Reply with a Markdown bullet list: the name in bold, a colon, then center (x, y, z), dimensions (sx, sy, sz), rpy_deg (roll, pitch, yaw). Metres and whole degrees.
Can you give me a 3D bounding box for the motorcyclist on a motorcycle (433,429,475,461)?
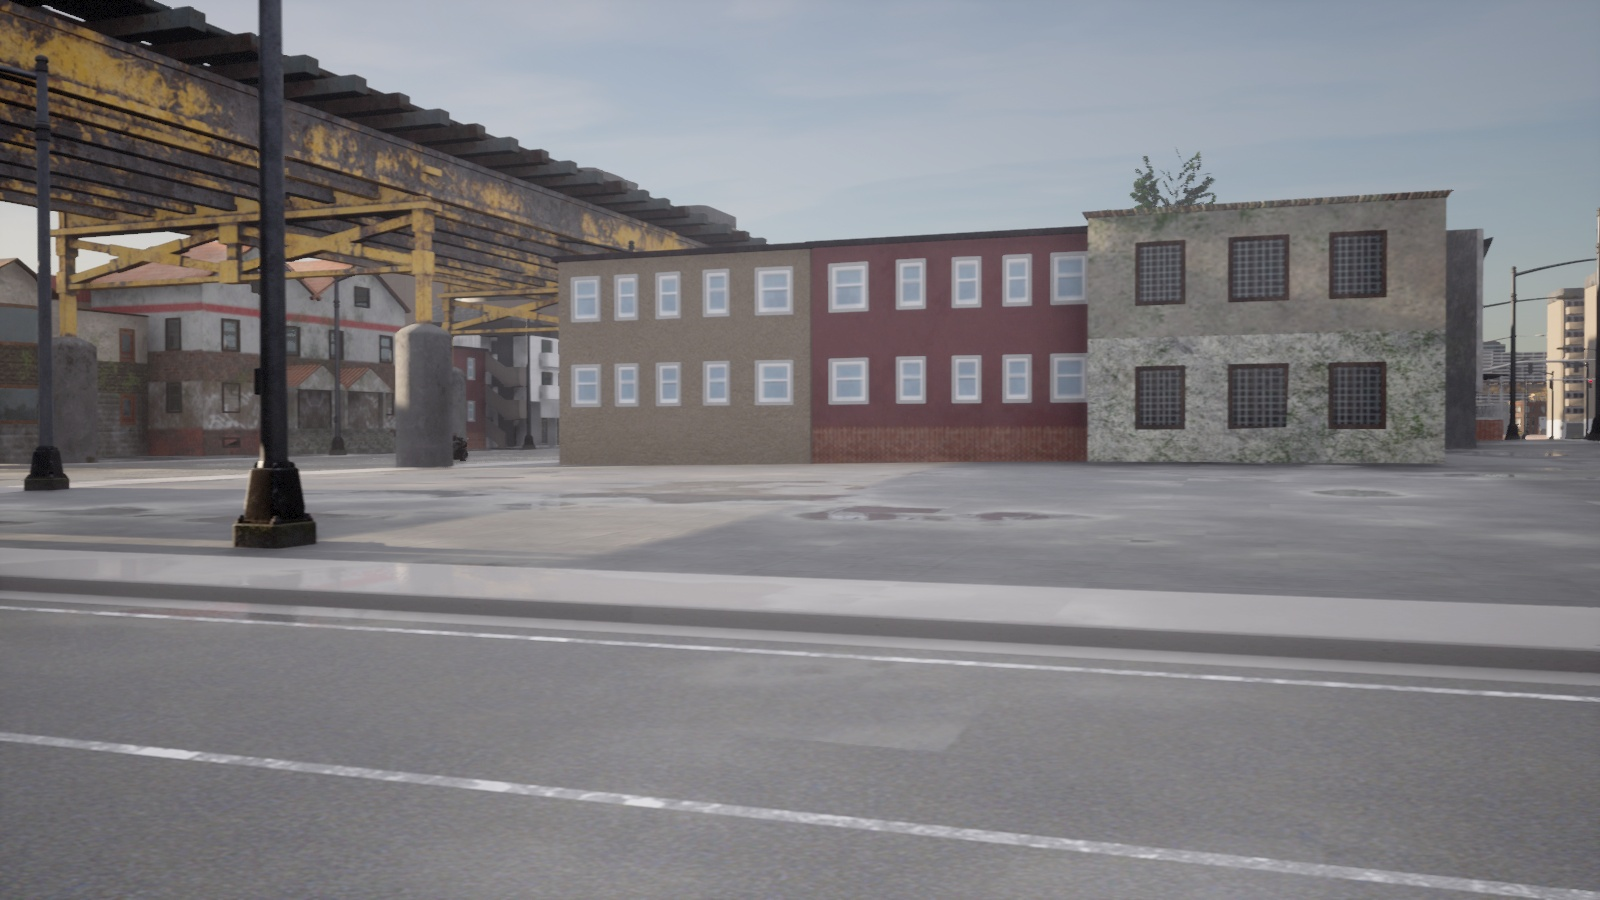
- **motorcyclist on a motorcycle**: center (-16.994, -0.247, 61.753), dimensions (0.866, 1.530, 2.191), rpy_deg (1, 1, 20)
